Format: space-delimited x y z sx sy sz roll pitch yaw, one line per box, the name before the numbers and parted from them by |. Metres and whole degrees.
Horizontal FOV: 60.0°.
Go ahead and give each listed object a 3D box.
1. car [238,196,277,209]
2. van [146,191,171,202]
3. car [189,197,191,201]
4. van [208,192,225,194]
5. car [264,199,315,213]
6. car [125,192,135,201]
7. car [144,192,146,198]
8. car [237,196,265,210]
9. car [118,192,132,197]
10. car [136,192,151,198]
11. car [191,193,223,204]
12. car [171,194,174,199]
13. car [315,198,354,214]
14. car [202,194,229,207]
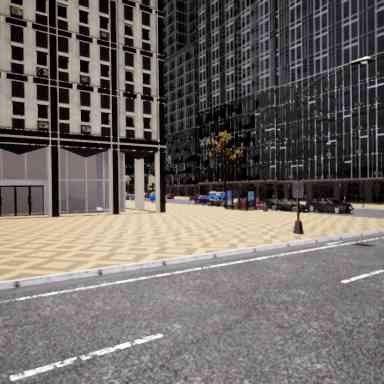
car | 8.259 1.266 42.381 1.837 1.490 4.892 -1 1 -35
van | -5.894 0.949 58.340 1.690 1.788 3.998 0 1 -35
car | 1.003 1.058 63.101 1.802 1.307 4.206 0 1 -35
van | 4.231 0.870 58.420 1.690 1.788 3.998 0 1 -35
car | 10.140 1.435 34.880 1.947 1.339 4.313 0 1 -35
car | -12.351 1.051 67.697 2.008 1.369 4.403 0 1 -35
car | -8.682 0.630 77.131 2.192 1.841 5.009 0 1 -35
car | 6.925 1.400 39.570 1.802 1.307 4.206 0 1 -35
car | -18.367 0.704 91.166 2.008 1.369 4.403 0 1 -35
car | -11.911 0.702 81.810 1.967 1.590 4.097 0 1 -35
car | 2.338 1.267 50.979 1.895 1.301 4.718 -1 1 -34
car | -5.454 0.951 72.457 1.802 1.307 4.206 0 1 -35
car | 14.001 1.358 34.059 1.837 1.490 4.892 -1 1 -35
car | 3.745 1.331 44.280 1.947 1.339 4.313 0 1 -35
